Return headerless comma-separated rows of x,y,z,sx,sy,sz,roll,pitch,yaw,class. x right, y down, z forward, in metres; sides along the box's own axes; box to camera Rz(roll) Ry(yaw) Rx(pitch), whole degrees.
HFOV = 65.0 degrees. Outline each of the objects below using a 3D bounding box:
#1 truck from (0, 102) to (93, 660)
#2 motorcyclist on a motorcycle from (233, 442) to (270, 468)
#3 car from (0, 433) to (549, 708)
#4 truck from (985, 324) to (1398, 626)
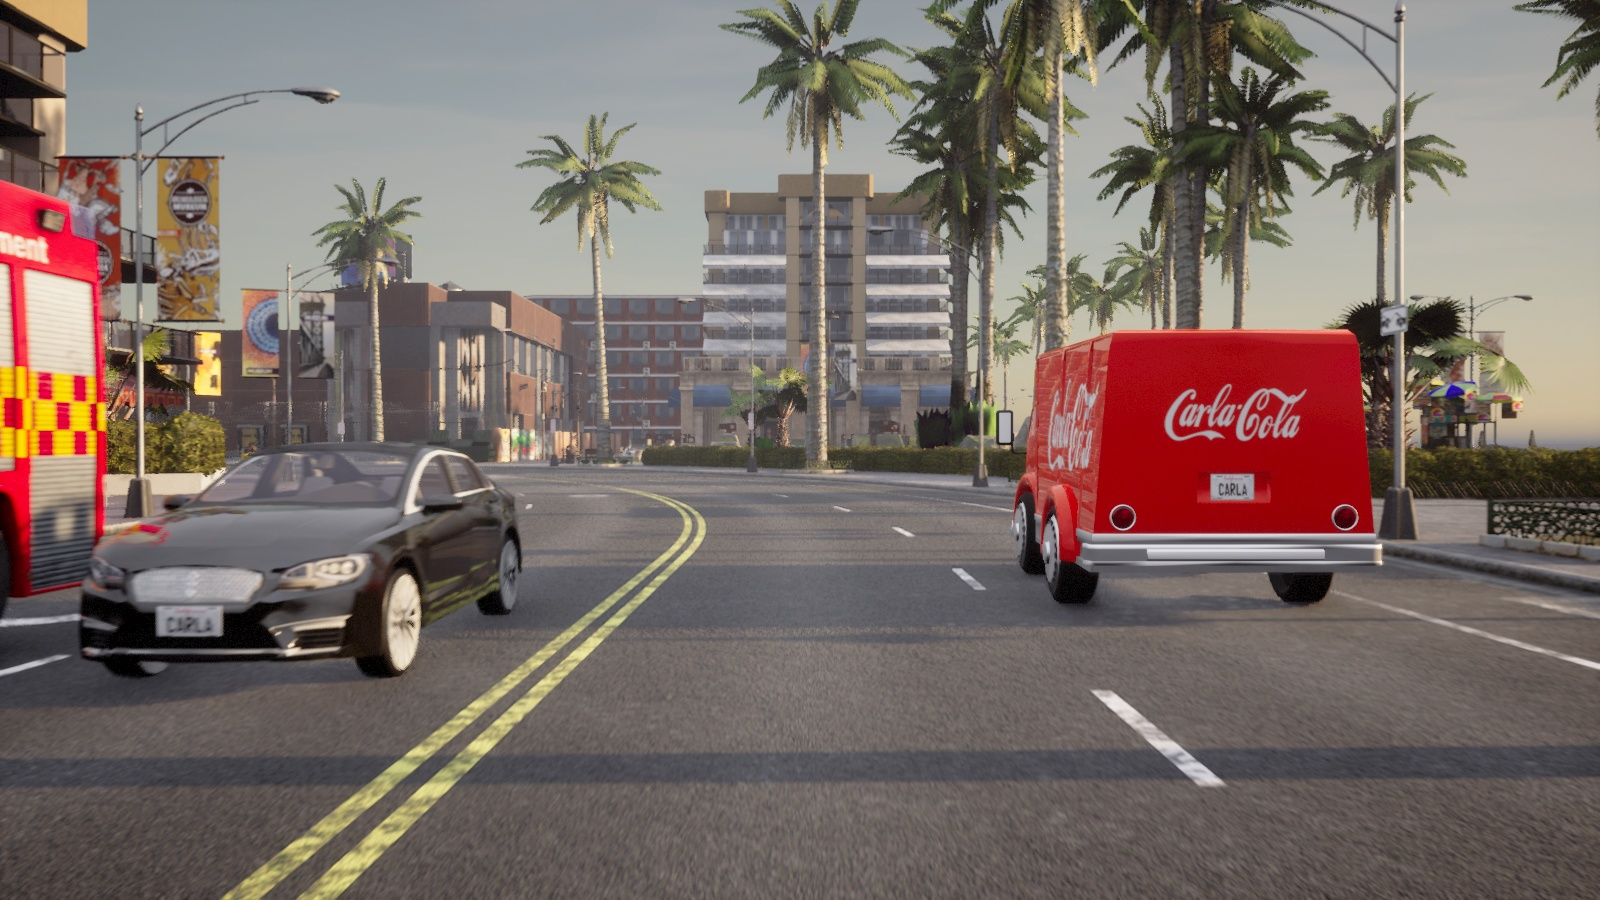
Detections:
-6.949,-0.455,5.494,2.891,3.827,8.468,0,0,0,truck
-32.166,0.288,73.639,2.044,1.523,0.797,0,1,23,motorcyclist on a motorcycle
-3.431,0.647,9.360,2.128,1.511,4.902,0,0,0,car
3.588,0.190,12.881,2.627,2.467,5.204,0,0,0,truck
